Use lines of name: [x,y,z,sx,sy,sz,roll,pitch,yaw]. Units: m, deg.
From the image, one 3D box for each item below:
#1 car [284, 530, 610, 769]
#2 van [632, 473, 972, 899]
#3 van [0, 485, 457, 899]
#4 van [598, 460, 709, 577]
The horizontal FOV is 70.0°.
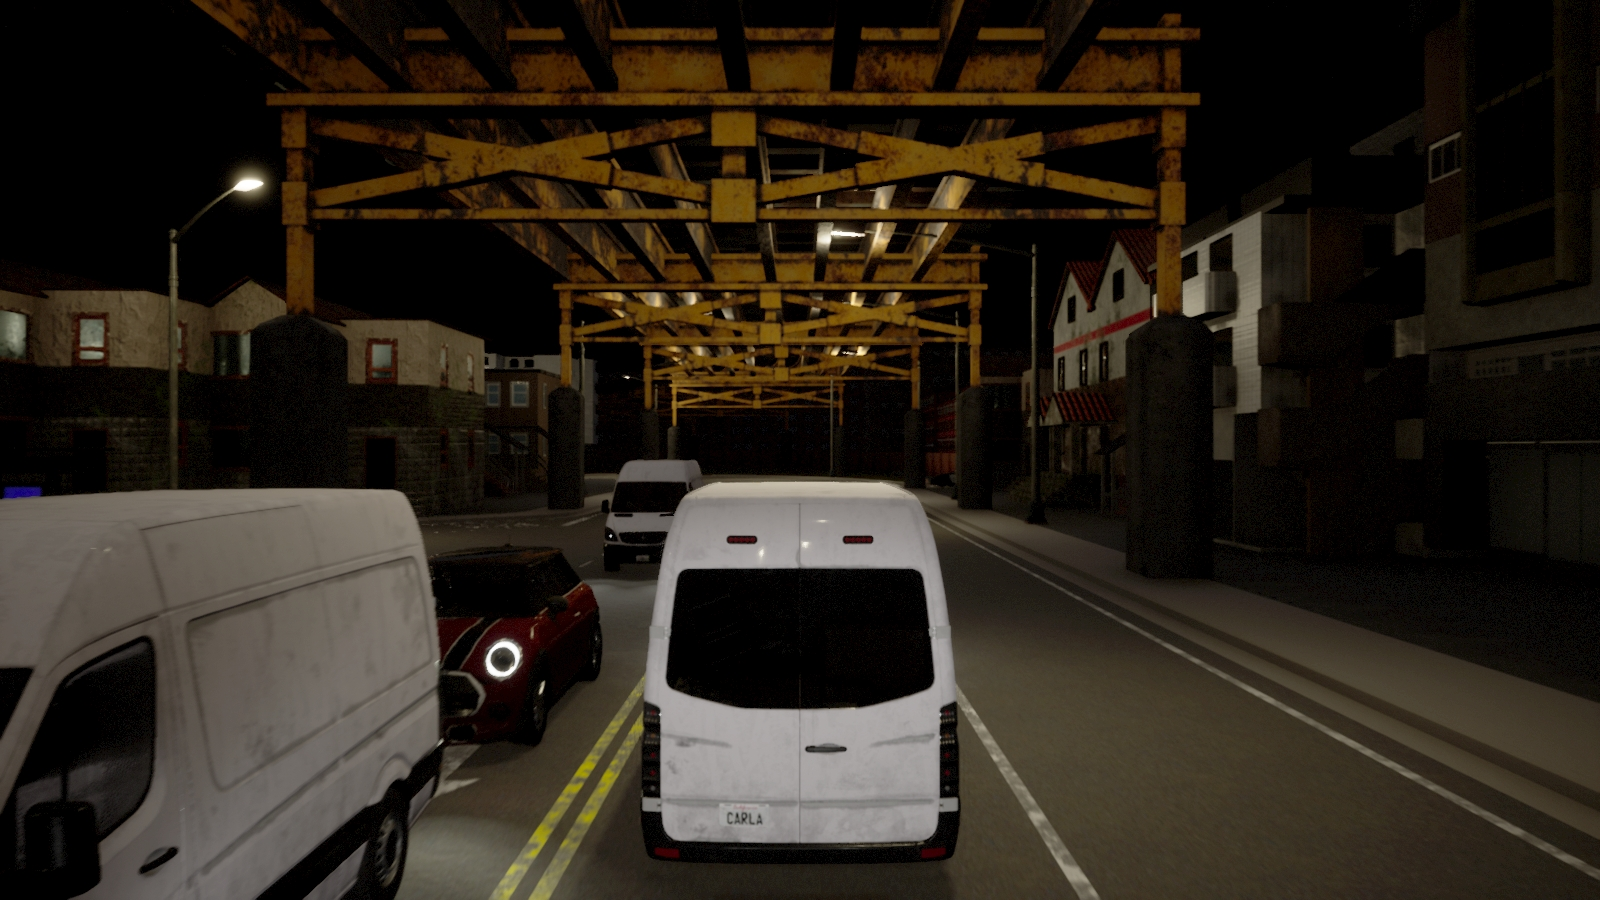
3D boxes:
car: [-3.469,1.908,12.283,2.097,1.767,4.553,0,0,0]
van: [0.011,1.536,9.628,1.988,2.561,5.915,0,0,0]
van: [-3.480,1.535,5.303,1.988,2.561,5.915,0,0,0]
van: [-3.486,1.540,28.293,1.988,2.561,5.915,0,0,0]
